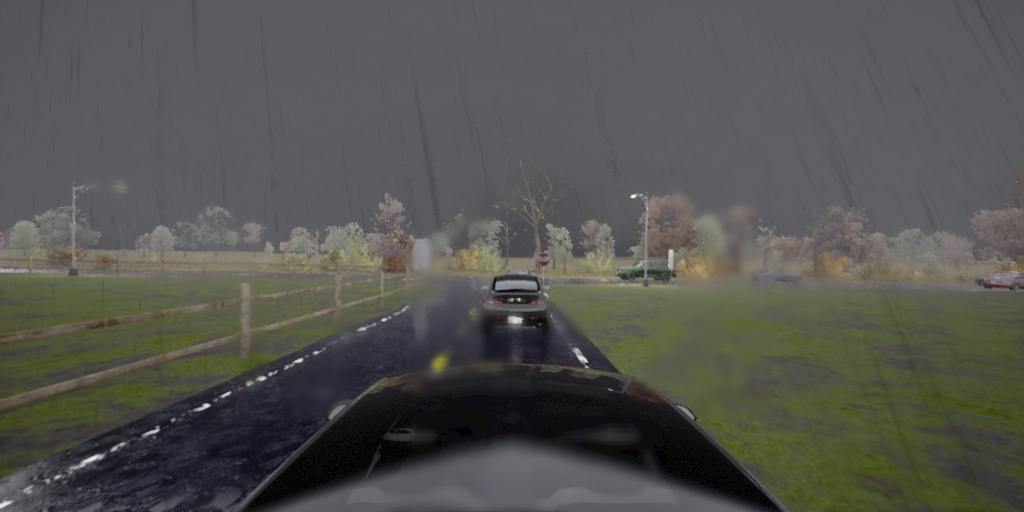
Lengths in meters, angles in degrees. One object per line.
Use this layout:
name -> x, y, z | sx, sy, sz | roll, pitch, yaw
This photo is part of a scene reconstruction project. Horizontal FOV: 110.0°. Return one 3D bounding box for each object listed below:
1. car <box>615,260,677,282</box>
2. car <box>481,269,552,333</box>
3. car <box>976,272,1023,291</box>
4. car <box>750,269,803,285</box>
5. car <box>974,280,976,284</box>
car -> 12.928, 1.397, 34.629 | 5.566, 2.045, 2.150 | 1, 1, -1
car -> 0.116, 1.307, 10.921 | 1.837, 1.490, 4.892 | 0, 0, 0
car -> 44.573, 2.326, 31.630 | 4.181, 1.385, 1.994 | 1, 1, 2
car -> 25.432, 1.963, 34.604 | 4.181, 1.385, 1.994 | 1, 1, 0
car -> 47.660, 2.295, 34.427 | 4.892, 1.490, 1.837 | 2, 1, 1
